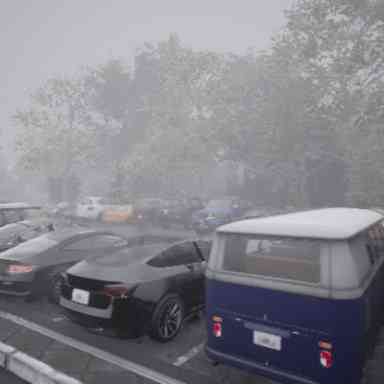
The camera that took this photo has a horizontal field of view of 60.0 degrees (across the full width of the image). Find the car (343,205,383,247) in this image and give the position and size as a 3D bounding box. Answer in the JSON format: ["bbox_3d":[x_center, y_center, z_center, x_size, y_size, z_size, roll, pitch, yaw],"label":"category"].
[{"bbox_3d":[9.074,1.519,16.406,1.946,1.575,5.366,-1,0,35],"label":"car"}]

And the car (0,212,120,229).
[{"bbox_3d":[-4.886,1.614,10.054,2.231,1.521,4.892,-1,0,35],"label":"car"}]

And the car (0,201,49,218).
[{"bbox_3d":[-18.199,1.783,35.537,2.231,1.521,4.892,0,0,35],"label":"car"}]

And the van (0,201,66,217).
[{"bbox_3d":[-7.113,1.413,11.770,1.878,1.987,4.442,-1,0,35],"label":"van"}]

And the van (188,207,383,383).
[{"bbox_3d":[2.038,1.297,5.277,1.878,1.987,4.442,-1,0,35],"label":"van"}]

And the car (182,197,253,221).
[{"bbox_3d":[2.155,1.358,21.053,2.435,2.045,5.566,-1,0,35],"label":"car"}]

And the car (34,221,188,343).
[{"bbox_3d":[-0.296,1.588,6.826,2.163,1.488,4.792,-1,0,35],"label":"car"}]

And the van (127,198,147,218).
[{"bbox_3d":[-2.289,1.426,24.385,1.878,1.987,4.442,0,0,35],"label":"van"}]

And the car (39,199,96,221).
[{"bbox_3d":[-11.394,1.600,30.739,2.185,1.767,4.553,0,0,35],"label":"car"}]

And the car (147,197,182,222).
[{"bbox_3d":[-0.076,1.382,22.706,2.435,2.045,5.566,0,0,35],"label":"car"}]

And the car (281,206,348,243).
[{"bbox_3d":[6.689,1.587,17.835,2.163,1.488,4.792,-1,0,35],"label":"car"}]

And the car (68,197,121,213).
[{"bbox_3d":[-6.867,1.438,27.525,2.435,2.045,5.566,0,0,35],"label":"car"}]

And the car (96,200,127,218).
[{"bbox_3d":[-4.511,1.667,26.046,1.946,1.575,5.366,0,0,35],"label":"car"}]

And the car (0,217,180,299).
[{"bbox_3d":[-2.604,1.628,8.425,2.002,1.452,4.674,-1,0,35],"label":"car"}]

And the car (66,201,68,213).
[{"bbox_3d":[-9.162,1.737,29.083,2.163,1.488,4.792,0,0,35],"label":"car"}]

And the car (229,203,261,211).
[{"bbox_3d":[4.453,1.613,19.493,2.163,1.488,4.792,-1,0,35],"label":"car"}]

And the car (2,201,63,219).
[{"bbox_3d":[-16.045,1.760,33.774,1.946,1.575,5.366,0,0,35],"label":"car"}]
